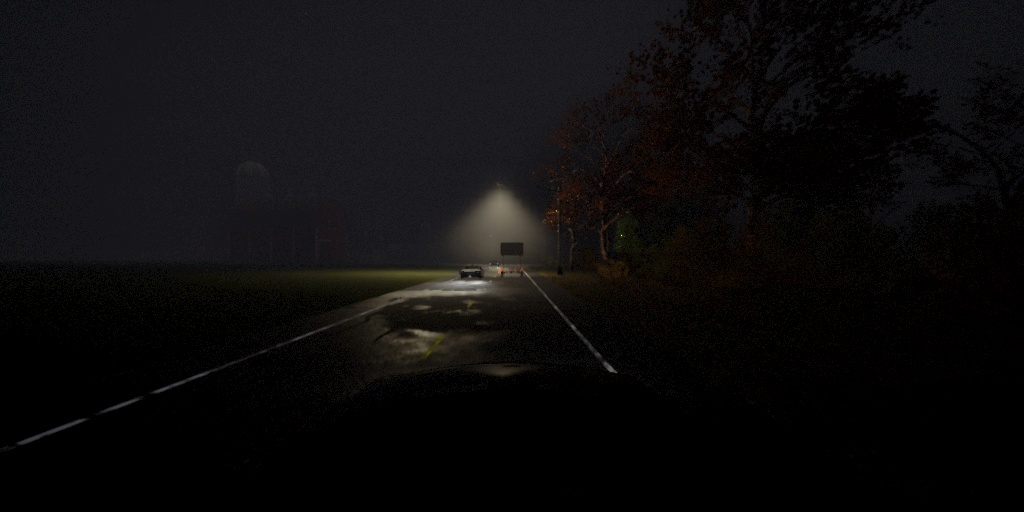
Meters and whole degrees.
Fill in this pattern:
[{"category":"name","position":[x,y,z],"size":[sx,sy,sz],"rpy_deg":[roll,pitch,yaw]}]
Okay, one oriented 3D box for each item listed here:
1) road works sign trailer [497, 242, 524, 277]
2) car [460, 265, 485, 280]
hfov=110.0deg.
[{"category":"road works sign trailer","position":[-0.010,0.343,37.073],"size":[2.380,3.560,2.880],"rpy_deg":[0,0,0]},{"category":"car","position":[-3.615,1.465,33.138],"size":[1.895,1.301,4.718],"rpy_deg":[0,0,0]}]
